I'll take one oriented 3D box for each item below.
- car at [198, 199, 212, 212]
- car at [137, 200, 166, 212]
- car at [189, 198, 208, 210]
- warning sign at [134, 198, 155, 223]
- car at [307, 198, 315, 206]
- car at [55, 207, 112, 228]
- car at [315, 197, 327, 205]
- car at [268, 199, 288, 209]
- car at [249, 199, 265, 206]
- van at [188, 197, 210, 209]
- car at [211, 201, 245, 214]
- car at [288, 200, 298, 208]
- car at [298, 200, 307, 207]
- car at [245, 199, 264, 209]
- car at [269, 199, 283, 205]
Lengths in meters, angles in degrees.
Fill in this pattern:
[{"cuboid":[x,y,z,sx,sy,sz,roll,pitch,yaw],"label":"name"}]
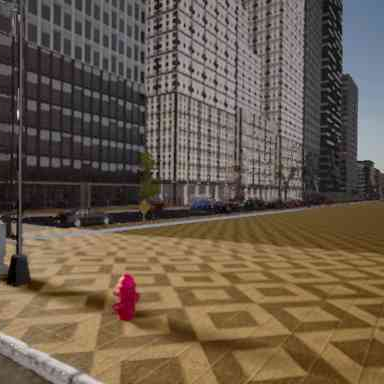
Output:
[{"cuboid":[3.505,2.024,46.211,2.033,1.411,5.357,1,0,35],"label":"car"},{"cuboid":[-5.288,1.755,43.584,1.967,1.590,4.097,0,0,35],"label":"car"},{"cuboid":[1.954,1.921,49.367,1.882,1.535,5.008,1,0,35],"label":"car"},{"cuboid":[-3.843,1.474,26.778,1.300,1.860,1.060,2,1,35],"label":"warning sign"},{"cuboid":[24.132,2.398,71.221,1.947,1.339,4.313,0,0,35],"label":"car"},{"cuboid":[-7.971,1.834,24.822,2.008,1.369,4.403,0,0,35],"label":"car"},{"cuboid":[30.575,2.507,80.486,1.947,1.339,4.313,0,0,35],"label":"car"},{"cuboid":[14.470,2.235,57.322,1.947,1.339,4.313,0,0,35],"label":"car"},{"cuboid":[14.032,2.226,71.373,1.802,1.307,4.206,0,0,35],"label":"car"},{"cuboid":[1.153,1.766,52.848,1.690,1.788,3.998,0,0,35],"label":"van"},{"cuboid":[4.806,2.070,43.424,1.947,1.339,4.313,0,0,35],"label":"car"},{"cuboid":[17.690,2.305,61.955,1.802,1.307,4.206,0,0,35],"label":"car"},{"cuboid":[20.912,2.218,66.588,1.967,1.590,4.097,0,0,35],"label":"car"},{"cuboid":[10.597,1.949,56.446,2.097,1.767,4.553,1,0,35],"label":"car"},{"cuboid":[20.472,2.319,80.636,1.947,1.339,4.313,0,0,35],"label":"car"}]
